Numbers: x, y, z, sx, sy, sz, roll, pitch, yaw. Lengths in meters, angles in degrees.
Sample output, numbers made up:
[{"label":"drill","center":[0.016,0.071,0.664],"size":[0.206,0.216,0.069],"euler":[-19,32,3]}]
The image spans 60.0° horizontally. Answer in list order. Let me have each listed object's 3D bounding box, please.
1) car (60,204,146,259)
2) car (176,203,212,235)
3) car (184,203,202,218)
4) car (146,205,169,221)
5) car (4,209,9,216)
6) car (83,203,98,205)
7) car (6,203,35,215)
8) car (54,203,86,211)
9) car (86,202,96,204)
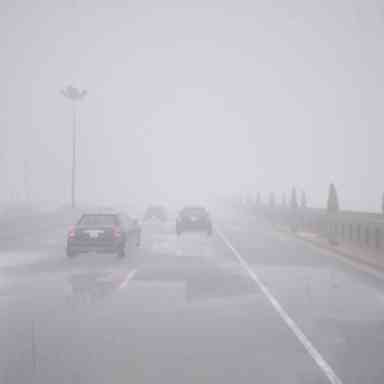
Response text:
[{"label":"car","center":[-3.390,1.545,13.646],"size":[2.097,1.767,4.553],"euler":[0,-1,0]},{"label":"car","center":[0.112,1.658,21.170],"size":[2.097,1.767,4.553],"euler":[0,-1,0]},{"label":"car","center":[0.112,2.065,38.917],"size":[1.882,1.535,5.008],"euler":[0,-1,0]},{"label":"car","center":[-3.381,1.977,31.847],"size":[1.837,1.490,4.892],"euler":[0,-1,0]},{"label":"car","center":[-6.890,1.467,8.180],"size":[2.097,1.767,4.553],"euler":[0,-1,0]},{"label":"car","center":[-6.883,1.889,26.308],"size":[1.837,1.490,4.892],"euler":[0,-1,0]},{"label":"car","center":[-21.028,2.124,40.820],"size":[1.837,1.490,4.892],"euler":[0,-1,0]},{"label":"car","center":[-14.042,2.076,37.847],"size":[1.837,1.490,4.892],"euler":[0,-1,0]},{"label":"car","center":[-17.464,2.423,57.421],"size":[2.128,1.511,4.902],"euler":[0,-1,0]}]
